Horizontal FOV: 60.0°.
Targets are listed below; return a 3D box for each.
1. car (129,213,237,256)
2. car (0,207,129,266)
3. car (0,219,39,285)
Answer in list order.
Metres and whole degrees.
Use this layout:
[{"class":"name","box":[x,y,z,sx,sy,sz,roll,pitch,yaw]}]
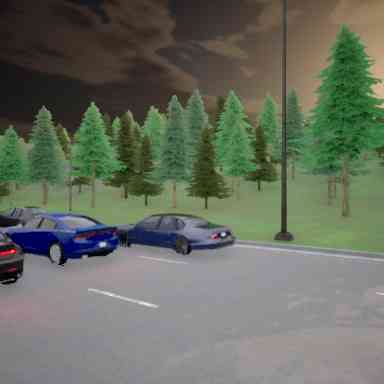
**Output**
[{"class":"car","box":[-0.926,1.548,13.226,5.357,1.411,2.033,0,0,35]},{"class":"car","box":[-4.753,1.478,11.654,5.008,1.535,1.882,0,0,35]},{"class":"car","box":[-6.083,1.505,8.284,4.892,1.490,1.837,0,0,36]}]
